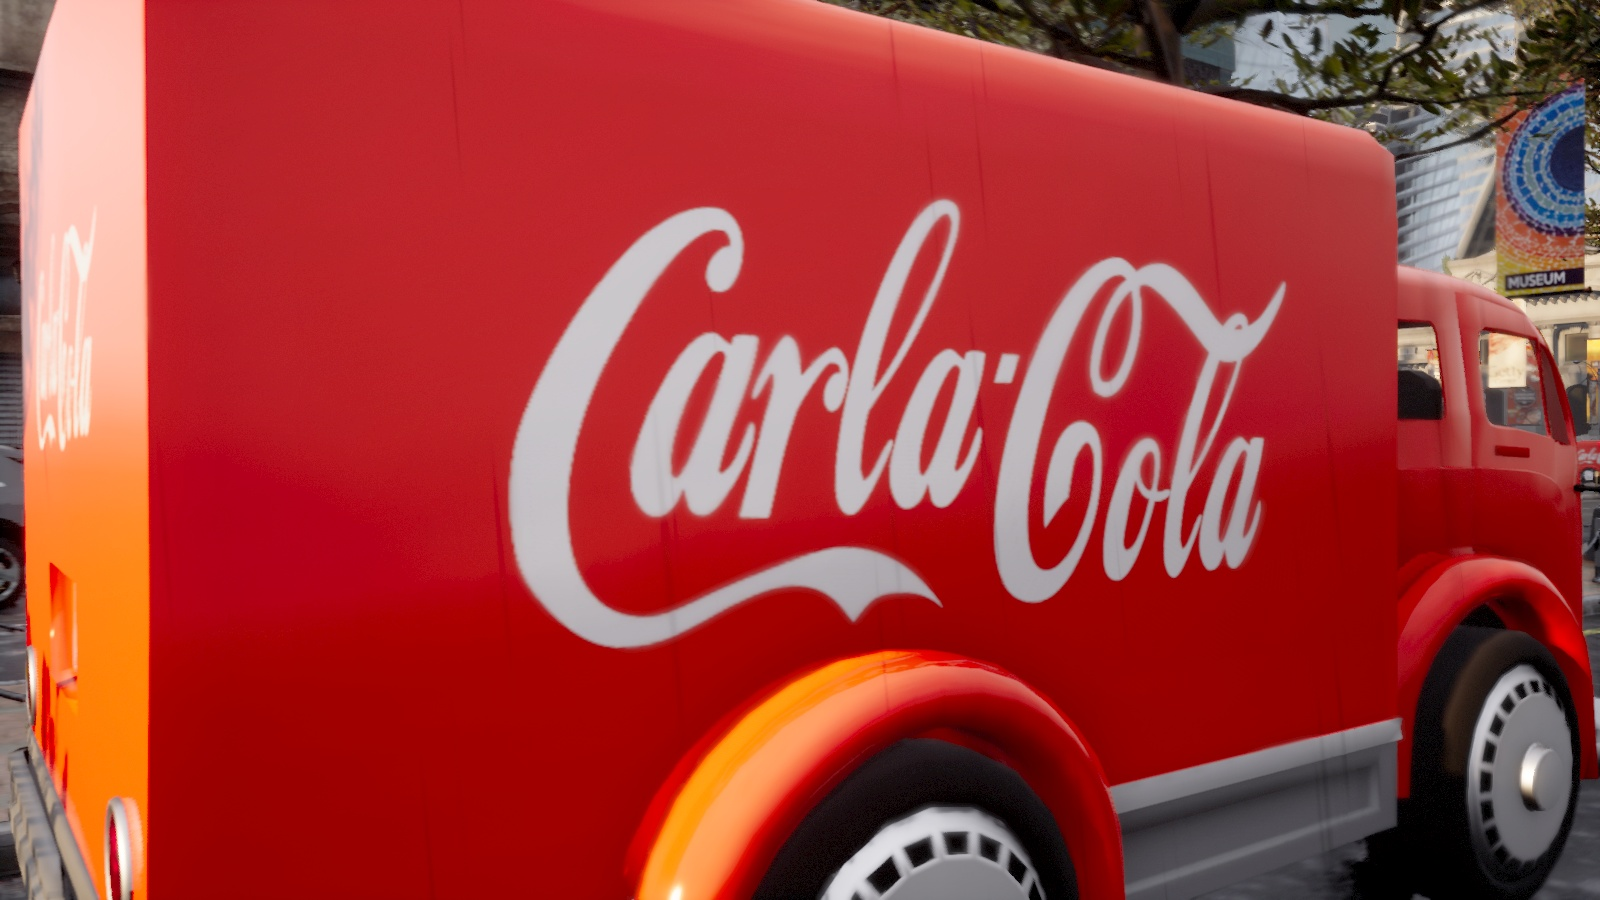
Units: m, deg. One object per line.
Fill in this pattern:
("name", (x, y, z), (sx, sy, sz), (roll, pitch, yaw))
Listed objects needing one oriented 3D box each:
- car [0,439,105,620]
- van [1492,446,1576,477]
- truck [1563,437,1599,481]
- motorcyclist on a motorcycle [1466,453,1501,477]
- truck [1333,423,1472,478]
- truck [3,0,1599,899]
("car", (-9.147, 0.723, 11.296), (4.856, 1.649, 2.033), (0, 0, -36))
("van", (48.858, 0.769, 83.657), (1.775, 1.987, 4.442), (0, 0, -36))
("truck", (45.934, 0.482, 70.080), (2.627, 2.467, 5.204), (-1, 0, -42))
("motorcyclist on a motorcycle", (45.093, 0.968, 82.849), (0.866, 1.590, 1.817), (0, 0, -36))
("truck", (40.085, 0.039, 83.833), (2.891, 3.462, 7.936), (0, 0, -36))
("truck", (0.545, 0.275, 4.107), (5.204, 2.467, 2.627), (0, 0, -35))
